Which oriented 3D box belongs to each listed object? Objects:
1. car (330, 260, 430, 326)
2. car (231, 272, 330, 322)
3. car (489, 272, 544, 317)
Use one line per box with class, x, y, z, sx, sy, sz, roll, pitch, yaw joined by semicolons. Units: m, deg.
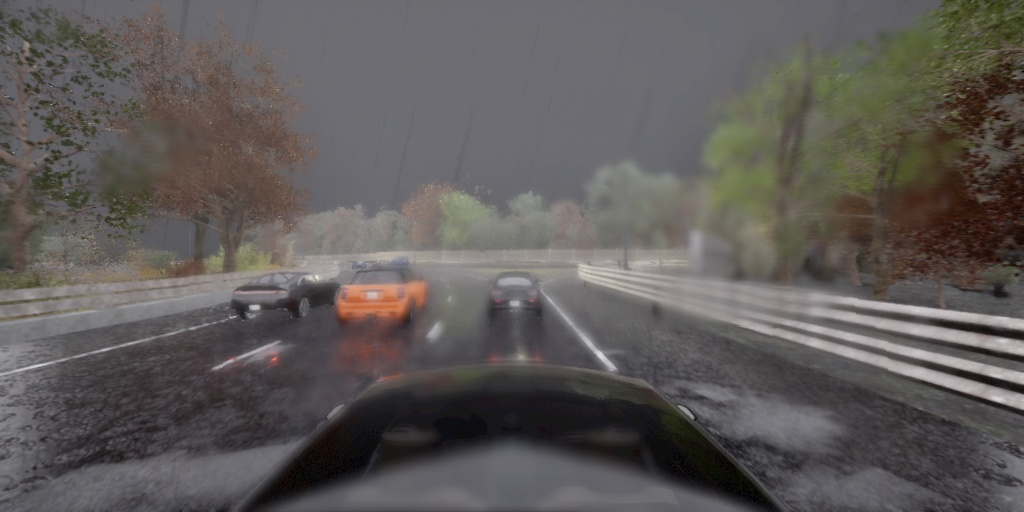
car;-4.111;1.158;12.239;2.097;1.767;4.553;0;0;-6
car;-7.671;1.316;12.793;2.128;1.511;4.902;0;0;-6
car;0.153;1.314;13.215;1.812;1.442;4.674;0;0;0
